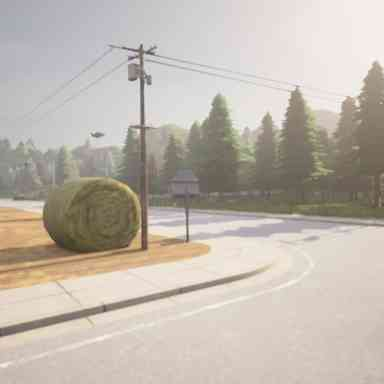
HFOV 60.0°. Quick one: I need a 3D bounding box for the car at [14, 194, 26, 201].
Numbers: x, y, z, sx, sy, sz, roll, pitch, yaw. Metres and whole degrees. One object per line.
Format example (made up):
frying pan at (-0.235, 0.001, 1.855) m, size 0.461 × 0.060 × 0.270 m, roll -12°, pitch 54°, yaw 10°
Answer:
car at (-40.362, 1.305, 77.911) m, size 1.812 × 1.442 × 4.674 m, roll -1°, pitch 1°, yaw -38°
